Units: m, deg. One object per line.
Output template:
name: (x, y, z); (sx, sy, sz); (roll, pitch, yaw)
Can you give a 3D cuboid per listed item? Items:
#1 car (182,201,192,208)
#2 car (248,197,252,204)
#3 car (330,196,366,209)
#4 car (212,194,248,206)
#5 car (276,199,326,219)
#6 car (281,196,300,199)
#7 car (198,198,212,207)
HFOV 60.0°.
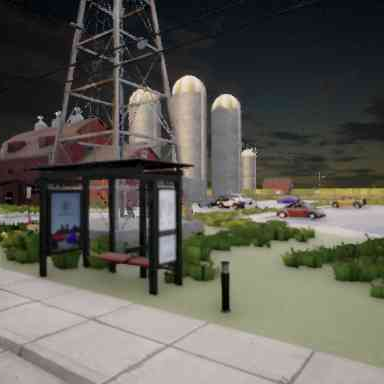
car: (-1.991, 1.627, 34.702); (4.193, 1.474, 1.816); (0, 0, 35)
car: (8.561, 1.371, 58.141); (2.150, 2.045, 5.566); (0, 0, 34)
car: (21.936, 1.361, 46.899); (4.605, 1.855, 1.932); (0, 0, 35)
car: (5.237, 1.438, 46.097); (3.866, 1.878, 1.905); (0, 0, 35)
car: (9.253, 1.570, 28.338); (3.905, 1.438, 1.784); (0, 0, 35)
car: (19.054, 1.606, 65.972); (4.611, 1.667, 2.242); (0, 0, 35)
car: (2.729, 1.639, 49.563); (2.128, 1.511, 4.902); (0, 0, 35)
